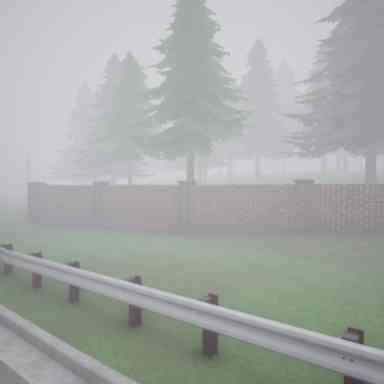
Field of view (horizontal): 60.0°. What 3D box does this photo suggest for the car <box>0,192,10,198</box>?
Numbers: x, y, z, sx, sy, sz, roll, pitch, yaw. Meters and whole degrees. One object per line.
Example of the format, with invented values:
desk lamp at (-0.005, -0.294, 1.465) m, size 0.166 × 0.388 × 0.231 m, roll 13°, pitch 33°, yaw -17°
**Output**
car at (-44.185, 0.790, 77.082) m, size 2.097 × 1.767 × 4.553 m, roll 0°, pitch 0°, yaw -21°
